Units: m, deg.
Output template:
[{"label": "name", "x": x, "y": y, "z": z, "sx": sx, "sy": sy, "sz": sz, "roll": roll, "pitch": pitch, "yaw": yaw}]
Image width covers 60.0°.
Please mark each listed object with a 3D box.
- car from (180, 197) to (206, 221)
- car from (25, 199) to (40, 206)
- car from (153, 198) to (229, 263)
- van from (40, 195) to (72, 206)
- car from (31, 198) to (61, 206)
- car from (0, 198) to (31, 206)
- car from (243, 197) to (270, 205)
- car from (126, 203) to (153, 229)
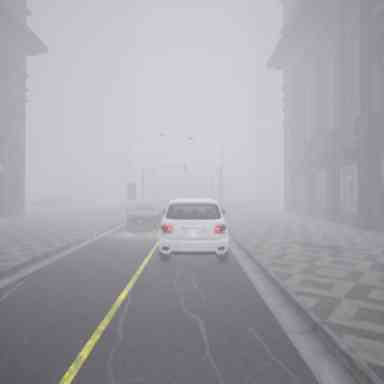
[{"label": "car", "x": 0.087, "y": 1.373, "z": 28.463, "sx": 2.097, "sy": 1.767, "sz": 4.553, "roll": 0, "pitch": 0, "yaw": 0}, {"label": "car", "x": -26.283, "y": 1.593, "z": 51.439, "sx": 4.507, "sy": 1.381, "sz": 1.887, "roll": 0, "pitch": -1, "yaw": 0}, {"label": "car", "x": 0.082, "y": 1.234, "z": 12.170, "sx": 2.150, "sy": 2.045, "sz": 5.566, "roll": 0, "pitch": 0, "yaw": 1}, {"label": "van", "x": -20.759, "y": 1.369, "z": 51.462, "sx": 3.998, "sy": 1.788, "sz": 1.690, "roll": 0, "pitch": -1, "yaw": 0}, {"label": "car", "x": -26.297, "y": 1.747, "z": 59.993, "sx": 4.507, "sy": 1.381, "sz": 1.887, "roll": 0, "pitch": -1, "yaw": 0}, {"label": "car", "x": -31.822, "y": 1.768, "z": 59.971, "sx": 4.507, "sy": 1.381, "sz": 1.887, "roll": 0, "pitch": -1, "yaw": 0}, {"label": "car", "x": 11.626, "y": 1.602, "z": 60.125, "sx": 4.829, "sy": 1.417, "sz": 1.752, "roll": 0, "pitch": -1, "yaw": 0}, {"label": "car", "x": -3.099, "y": 1.496, "z": 22.157, "sx": 1.882, "sy": 1.535, "sz": 5.008, "roll": 0, "pitch": 0, "yaw": 0}]
